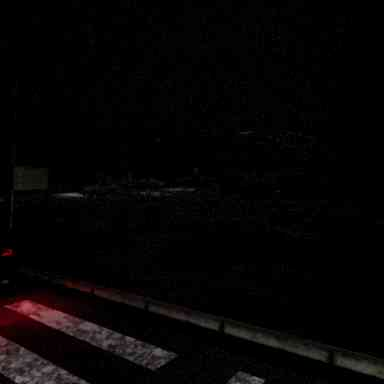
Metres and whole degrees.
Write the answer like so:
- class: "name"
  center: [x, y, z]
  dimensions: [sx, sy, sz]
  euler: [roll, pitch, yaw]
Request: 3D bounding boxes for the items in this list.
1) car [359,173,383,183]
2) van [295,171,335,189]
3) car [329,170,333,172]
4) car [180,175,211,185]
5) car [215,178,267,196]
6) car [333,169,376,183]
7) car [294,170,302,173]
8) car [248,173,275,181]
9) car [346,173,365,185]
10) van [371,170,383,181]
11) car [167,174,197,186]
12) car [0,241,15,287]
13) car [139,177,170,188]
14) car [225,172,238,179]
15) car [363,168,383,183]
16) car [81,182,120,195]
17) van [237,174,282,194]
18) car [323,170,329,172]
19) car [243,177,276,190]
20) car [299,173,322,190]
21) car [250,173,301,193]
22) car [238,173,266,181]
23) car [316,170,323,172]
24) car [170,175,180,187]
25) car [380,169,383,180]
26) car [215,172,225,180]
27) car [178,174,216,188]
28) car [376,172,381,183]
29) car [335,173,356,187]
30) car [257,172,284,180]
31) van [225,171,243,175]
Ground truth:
- class: "car"
  center: [34.000, -2.650, 61.505]
  dimensions: [5.366, 1.575, 1.946]
  euler: [4, 7, 31]
- class: "van"
  center: [17.764, -1.539, 48.325]
  dimensions: [4.442, 1.987, 1.878]
  euler: [4, 7, 32]
- class: "car"
  center: [32.421, -4.636, 82.829]
  dimensions: [5.008, 1.535, 2.097]
  euler: [2, 6, 31]
- class: "car"
  center: [0.544, -2.043, 56.945]
  dimensions: [4.792, 1.488, 2.163]
  euler: [2, 6, 30]
- class: "car"
  center: [5.783, -0.397, 39.292]
  dimensions: [5.008, 1.535, 2.097]
  euler: [4, 7, 32]
- class: "car"
  center: [27.164, -2.317, 55.749]
  dimensions: [5.566, 2.045, 2.435]
  euler: [4, 7, 31]
- class: "car"
  center: [21.025, -3.747, 73.624]
  dimensions: [4.892, 1.521, 2.231]
  euler: [2, 6, 31]
- class: "car"
  center: [14.226, -3.162, 68.076]
  dimensions: [4.792, 1.488, 2.163]
  euler: [2, 5, 31]
- class: "car"
  center: [24.796, -1.849, 53.919]
  dimensions: [4.792, 1.488, 2.163]
  euler: [4, 7, 32]
- class: "van"
  center: [36.588, -3.044, 63.210]
  dimensions: [4.442, 1.987, 1.878]
  euler: [4, 7, 31]
- class: "car"
  center: [-1.681, -2.008, 55.030]
  dimensions: [4.553, 1.767, 2.185]
  euler: [2, 6, 30]
- class: "car"
  center: [-6.218, 1.450, 8.030]
  dimensions: [5.008, 1.535, 1.882]
  euler: [1, 0, 37]
- class: "car"
  center: [-6.249, -1.469, 51.319]
  dimensions: [4.674, 1.452, 2.002]
  euler: [2, 5, 30]
- class: "car"
  center: [5.116, -2.448, 60.673]
  dimensions: [5.008, 1.535, 2.097]
  euler: [2, 5, 30]
- class: "car"
  center: [31.860, -2.696, 59.494]
  dimensions: [5.566, 2.045, 2.435]
  euler: [4, 7, 31]
- class: "car"
  center: [-11.154, -0.449, 40.654]
  dimensions: [4.674, 1.442, 1.812]
  euler: [-4, 6, -40]
- class: "van"
  center: [8.261, -0.799, 41.026]
  dimensions: [4.442, 1.987, 1.878]
  euler: [4, 7, 32]
- class: "car"
  center: [30.155, -4.592, 80.965]
  dimensions: [4.553, 1.767, 2.185]
  euler: [2, 6, 31]
- class: "car"
  center: [9.667, -1.288, 48.178]
  dimensions: [1.882, 1.535, 5.008]
  euler: [-4, 6, -28]
- class: "car"
  center: [15.262, -1.262, 46.585]
  dimensions: [4.553, 1.767, 2.185]
  euler: [4, 7, 32]
- class: "car"
  center: [10.508, -1.017, 42.917]
  dimensions: [5.566, 2.045, 2.435]
  euler: [4, 7, 32]
- class: "car"
  center: [11.925, -3.007, 66.244]
  dimensions: [5.008, 1.535, 2.097]
  euler: [2, 5, 31]
- class: "car"
  center: [27.856, -4.256, 79.168]
  dimensions: [4.674, 1.452, 2.002]
  euler: [2, 5, 31]
- class: "car"
  center: [-3.950, -1.666, 53.177]
  dimensions: [4.792, 1.488, 2.163]
  euler: [2, 5, 30]
- class: "car"
  center: [41.163, -3.437, 67.007]
  dimensions: [5.566, 2.045, 2.435]
  euler: [4, 7, 31]
- class: "car"
  center: [2.867, -2.383, 58.769]
  dimensions: [4.553, 1.767, 2.185]
  euler: [2, 6, 30]
- class: "car"
  center: [0.799, -1.445, 50.358]
  dimensions: [5.008, 1.535, 1.882]
  euler: [-4, 7, -37]
- class: "car"
  center: [29.494, -2.257, 57.660]
  dimensions: [4.892, 1.521, 2.231]
  euler: [4, 7, 31]
- class: "car"
  center: [22.410, -1.691, 52.073]
  dimensions: [4.892, 1.521, 2.231]
  euler: [4, 7, 32]
- class: "car"
  center: [16.469, -3.379, 69.946]
  dimensions: [5.008, 1.535, 2.097]
  euler: [2, 5, 31]
- class: "van"
  center: [7.287, -2.862, 62.569]
  dimensions: [4.442, 1.987, 1.878]
  euler: [2, 6, 31]
